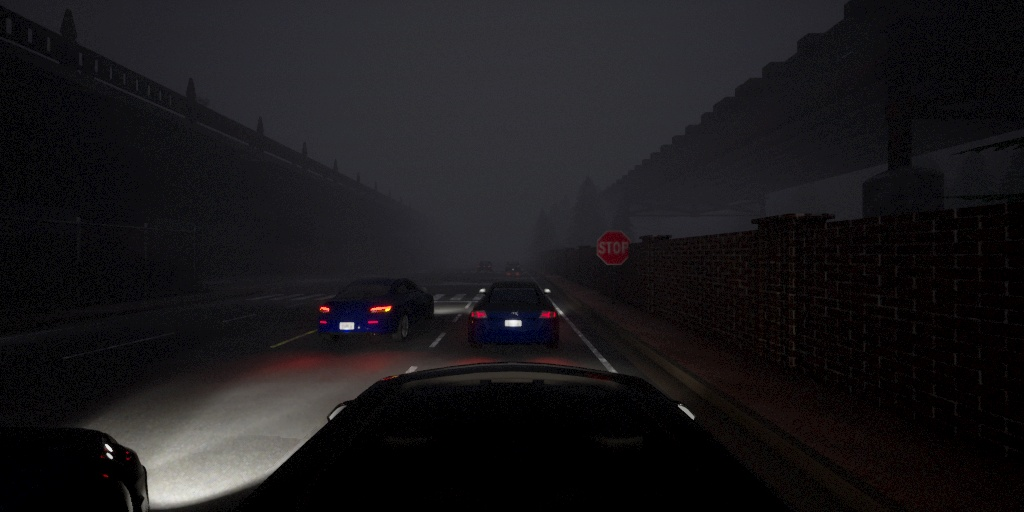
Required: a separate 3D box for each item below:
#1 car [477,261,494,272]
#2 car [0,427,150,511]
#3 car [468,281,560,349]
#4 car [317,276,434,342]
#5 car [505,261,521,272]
[{"bbox_3d":[-3.394,1.297,45.835,2.033,1.411,5.357,0,0,-1],"label":"car"},{"bbox_3d":[-3.398,1.314,0.602,1.994,1.385,4.181,0,0,0],"label":"car"},{"bbox_3d":[0.070,1.314,9.176,1.994,1.385,4.181,0,0,1],"label":"car"},{"bbox_3d":[-3.412,1.276,9.698,1.812,1.442,4.674,0,0,0],"label":"car"},{"bbox_3d":[0.101,1.351,45.994,1.895,1.301,4.718,0,0,-1],"label":"car"}]
